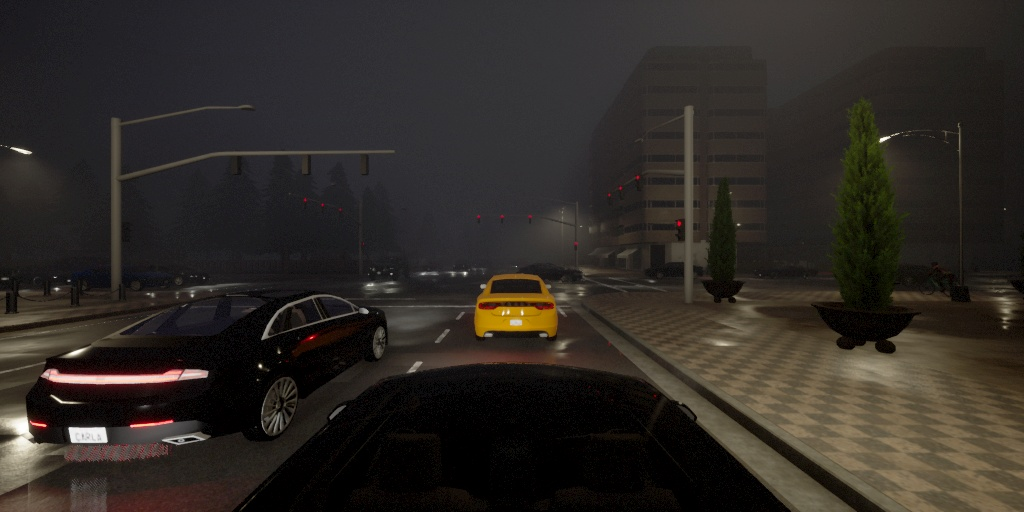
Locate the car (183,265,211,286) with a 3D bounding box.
[{"bbox_3d":[-24.023,1.310,25.209,4.892,1.490,1.837,0,0,1],"label":"car"}]

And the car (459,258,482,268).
[{"bbox_3d":[-7.300,1.227,63.810,1.882,1.535,5.008,0,0,21],"label":"car"}]

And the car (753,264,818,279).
[{"bbox_3d":[24.715,1.406,32.539,4.718,1.301,1.895,0,0,0],"label":"car"}]

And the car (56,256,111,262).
[{"bbox_3d":[-38.856,1.027,32.347,5.566,2.045,2.150,0,0,0],"label":"car"}]

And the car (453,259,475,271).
[{"bbox_3d":[-6.668,1.228,48.411,1.882,1.535,5.008,0,0,3],"label":"car"}]

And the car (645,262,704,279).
[{"bbox_3d":[14.639,1.283,32.510,5.008,1.535,1.882,0,0,0],"label":"car"}]

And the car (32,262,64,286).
[{"bbox_3d":[-33.765,1.353,25.168,5.357,1.411,2.033,0,0,0],"label":"car"}]

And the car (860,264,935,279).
[{"bbox_3d":[34.915,1.406,32.560,4.718,1.301,1.895,0,0,0],"label":"car"}]

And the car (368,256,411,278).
[{"bbox_3d":[-10.523,1.015,31.176,2.150,2.045,5.566,0,0,1],"label":"car"}]

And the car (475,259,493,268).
[{"bbox_3d":[-4.688,1.255,60.805,1.837,1.490,4.892,0,0,19],"label":"car"}]

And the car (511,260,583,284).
[{"bbox_3d":[2.785,1.250,26.575,4.902,1.511,2.128,0,0,22],"label":"car"}]

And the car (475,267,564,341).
[{"bbox_3d":[0.104,1.228,9.922,1.882,1.535,5.008,0,0,0],"label":"car"}]

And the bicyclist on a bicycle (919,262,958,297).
[{"bbox_3d":[20.283,1.106,17.043,0.582,1.620,1.656,0,0,0],"label":"bicyclist on a bicycle"}]

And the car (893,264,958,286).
[{"bbox_3d":[28.436,1.309,25.355,4.892,1.490,1.837,0,0,0],"label":"car"}]

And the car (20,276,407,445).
[{"bbox_3d":[-3.424,1.242,5.339,2.128,1.511,4.902,0,0,0],"label":"car"}]

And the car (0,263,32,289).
[{"bbox_3d":[-33.373,1.027,21.671,5.566,2.045,2.150,0,0,0],"label":"car"}]

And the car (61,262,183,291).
[{"bbox_3d":[-23.438,1.283,21.699,5.008,1.535,1.882,0,0,0],"label":"car"}]

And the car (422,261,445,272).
[{"bbox_3d":[-10.281,1.351,46.969,1.895,1.301,4.718,0,0,3],"label":"car"}]
